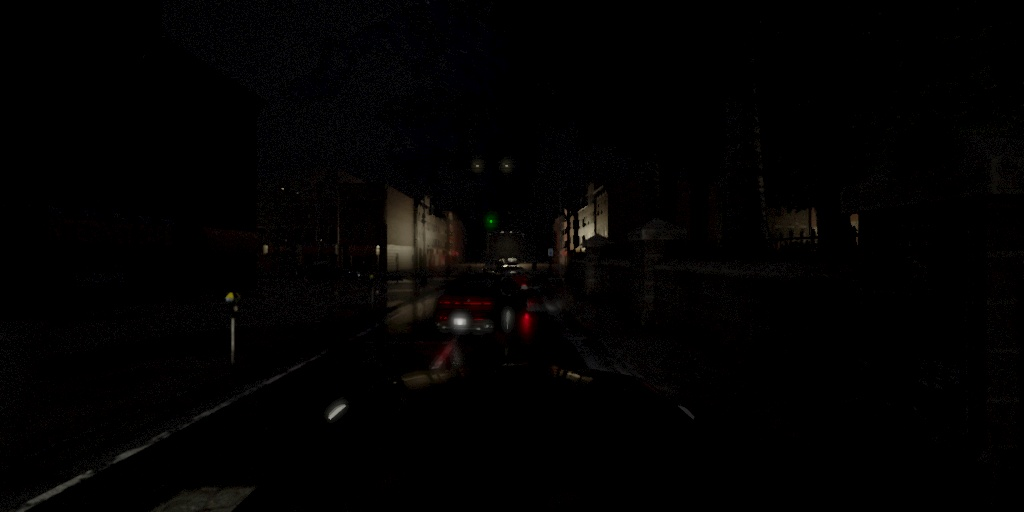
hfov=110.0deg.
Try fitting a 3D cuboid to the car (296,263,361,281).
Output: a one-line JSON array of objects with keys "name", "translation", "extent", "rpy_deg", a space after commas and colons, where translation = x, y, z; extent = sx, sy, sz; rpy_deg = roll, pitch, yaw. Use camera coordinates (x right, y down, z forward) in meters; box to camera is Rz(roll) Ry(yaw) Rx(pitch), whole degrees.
[{"name": "car", "translation": [-14.977, 1.315, 29.310], "extent": [4.902, 1.511, 2.128], "rpy_deg": [0, 0, 0]}]

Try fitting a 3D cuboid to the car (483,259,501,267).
[{"name": "car", "translation": [-2.611, 1.363, 43.825], "extent": [1.751, 1.417, 4.829], "rpy_deg": [0, 0, 0]}]

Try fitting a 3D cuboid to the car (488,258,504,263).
[{"name": "car", "translation": [-2.607, 1.165, 49.446], "extent": [2.192, 1.841, 5.009], "rpy_deg": [0, 0, 0]}]

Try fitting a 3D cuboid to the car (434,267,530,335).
[{"name": "car", "translation": [-0.698, 1.273, 10.715], "extent": [1.837, 1.490, 4.892], "rpy_deg": [0, 0, 12]}]

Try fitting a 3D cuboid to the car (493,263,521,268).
[{"name": "car", "translation": [-0.026, 1.311, 20.020], "extent": [1.812, 1.442, 4.674], "rpy_deg": [0, 0, -2]}]
